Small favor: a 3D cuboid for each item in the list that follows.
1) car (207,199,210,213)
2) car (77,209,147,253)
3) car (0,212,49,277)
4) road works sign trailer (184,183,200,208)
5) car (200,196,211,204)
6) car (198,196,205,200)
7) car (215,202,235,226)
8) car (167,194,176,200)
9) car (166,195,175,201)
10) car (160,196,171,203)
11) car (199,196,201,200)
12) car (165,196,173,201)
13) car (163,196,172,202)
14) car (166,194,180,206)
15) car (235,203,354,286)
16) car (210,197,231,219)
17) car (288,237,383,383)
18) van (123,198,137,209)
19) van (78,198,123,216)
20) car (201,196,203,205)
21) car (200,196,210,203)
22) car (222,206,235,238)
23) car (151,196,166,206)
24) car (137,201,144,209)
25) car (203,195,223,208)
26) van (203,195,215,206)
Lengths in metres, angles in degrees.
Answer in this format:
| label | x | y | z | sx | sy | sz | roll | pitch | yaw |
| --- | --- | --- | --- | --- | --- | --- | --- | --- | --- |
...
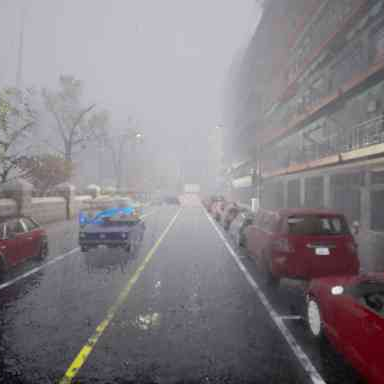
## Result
| label | x | y | z | sx | sy | sz | roll | pitch | yaw |
| --- | --- | --- | --- | --- | --- | --- | --- | --- | --- |
| car | 2.702 | 1.582 | 31.799 | 1.802 | 1.307 | 4.206 | 0 | 0 | 0 |
| car | -3.097 | 1.596 | 13.745 | 1.895 | 1.301 | 4.718 | 0 | 0 | 0 |
| car | -5.685 | 1.437 | 9.281 | 1.967 | 1.590 | 4.097 | 0 | 0 | 0 |
| road works sign trailer | 0.015 | 0.479 | 48.141 | 2.380 | 3.560 | 2.880 | 0 | 0 | 0 |
| car | 2.712 | 1.583 | 65.581 | 2.008 | 1.369 | 4.403 | 0 | 0 | 0 |
| car | 2.721 | 1.660 | 93.730 | 1.802 | 1.307 | 4.206 | 0 | 0 | 0 |
| car | 2.698 | 1.541 | 20.539 | 1.887 | 1.381 | 4.507 | 0 | 0 | 0 |
| car | -5.660 | 1.393 | 93.734 | 2.192 | 1.841 | 5.009 | 0 | 0 | 0 |
| car | -5.661 | 1.504 | 88.102 | 1.967 | 1.590 | 4.097 | 0 | 0 | 0 |
| car | -5.666 | 1.604 | 71.215 | 1.947 | 1.339 | 4.313 | 0 | 0 | 0 |
| car | 2.710 | 1.592 | 59.951 | 1.947 | 1.339 | 4.313 | 0 | 0 | 0 |
| car | -5.663 | 1.597 | 82.474 | 1.887 | 1.381 | 4.507 | 0 | 0 | 0 |
| car | -5.665 | 1.626 | 76.846 | 1.802 | 1.307 | 4.206 | 0 | 0 | 0 |
| car | -3.038 | 1.374 | 55.265 | 2.097 | 1.767 | 4.553 | 0 | 0 | 0 |
| car | 2.696 | 1.312 | 9.278 | 2.192 | 1.841 | 5.009 | 0 | 0 | 0 |
| car | 2.700 | 1.438 | 26.168 | 1.967 | 1.590 | 4.097 | 0 | 0 | 0 |
| car | 2.693 | 1.543 | 3.648 | 1.887 | 1.381 | 4.507 | 0 | 0 | 0 |
| van | -5.680 | 1.339 | 26.171 | 1.690 | 1.788 | 3.998 | 0 | 0 | 0 |
| van | -5.682 | 1.337 | 20.542 | 1.690 | 1.788 | 3.998 | 0 | 0 | 0 |
| car | 2.707 | 1.455 | 48.689 | 1.967 | 1.590 | 4.097 | 0 | 0 | 0 |
| car | 2.715 | 1.583 | 71.212 | 1.887 | 1.381 | 4.507 | 0 | 0 | 0 |
| car | 2.696 | 1.546 | 14.909 | 2.008 | 1.369 | 4.403 | 0 | 0 | 0 |
| car | -5.671 | 1.546 | 54.153 | 1.752 | 1.417 | 4.829 | 0 | 0 | 0 |
| car | -5.679 | 1.551 | 31.801 | 2.008 | 1.369 | 4.403 | 0 | 0 | 0 |
| car | 2.704 | 1.319 | 37.429 | 2.192 | 1.841 | 5.009 | 0 | 0 | 0 |
| van | 2.709 | 1.362 | 54.320 | 1.690 | 1.788 | 3.998 | 0 | 0 | 0 |
